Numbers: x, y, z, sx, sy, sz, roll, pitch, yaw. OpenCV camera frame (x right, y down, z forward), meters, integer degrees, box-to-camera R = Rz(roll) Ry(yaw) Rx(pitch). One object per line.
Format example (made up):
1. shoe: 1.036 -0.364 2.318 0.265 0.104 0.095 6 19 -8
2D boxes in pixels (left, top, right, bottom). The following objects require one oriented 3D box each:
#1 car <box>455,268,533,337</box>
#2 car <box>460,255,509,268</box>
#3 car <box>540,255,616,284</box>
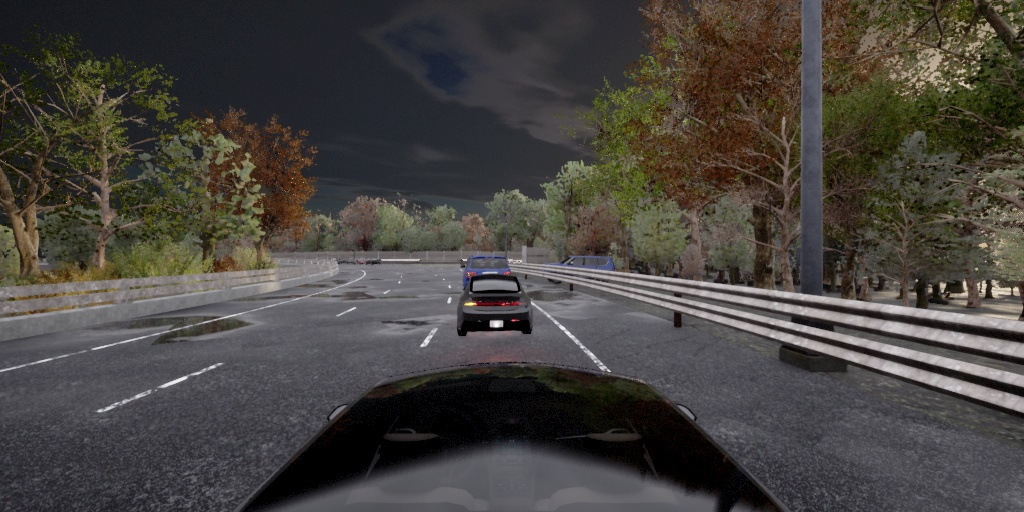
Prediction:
1. car: -0.556 1.254 10.347 1.837 1.490 4.892 0 0 -5
2. car: -1.327 0.971 17.823 2.150 2.045 5.566 0 0 -9
3. car: 4.822 0.967 26.128 5.566 2.045 2.150 2 2 -7
